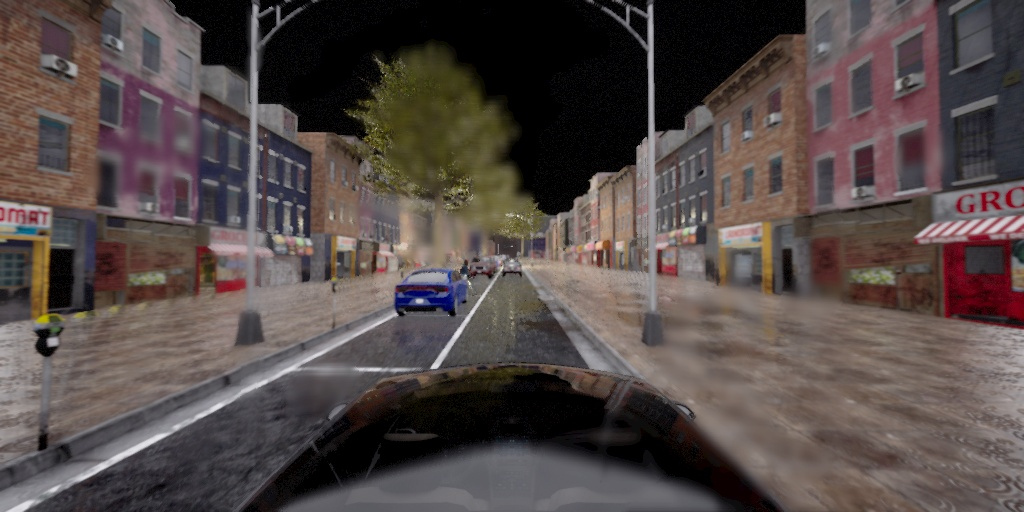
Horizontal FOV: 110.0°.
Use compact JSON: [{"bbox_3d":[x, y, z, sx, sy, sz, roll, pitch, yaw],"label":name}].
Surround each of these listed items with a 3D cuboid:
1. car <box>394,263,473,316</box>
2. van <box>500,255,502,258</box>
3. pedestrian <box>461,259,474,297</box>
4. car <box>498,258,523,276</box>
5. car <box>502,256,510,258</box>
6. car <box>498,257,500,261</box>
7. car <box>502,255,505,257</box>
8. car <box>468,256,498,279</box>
[{"bbox_3d":[-2.747,1.175,13.138,1.882,1.535,5.008,0,0,0],"label":"car"},{"bbox_3d":[-2.628,0.862,47.674,1.690,1.789,3.998,0,0,0],"label":"van"},{"bbox_3d":[-2.075,0.975,16.167,0.375,1.860,0.375,-2,-1,0],"label":"pedestrian"},{"bbox_3d":[0.058,1.137,34.025,2.033,1.411,5.357,0,0,1],"label":"car"},{"bbox_3d":[0.027,1.080,45.480,2.033,1.411,5.357,0,0,0],"label":"car"},{"bbox_3d":[-2.630,0.892,36.603,2.192,1.841,5.009,0,0,0],"label":"car"},{"bbox_3d":[-2.627,0.906,58.744,1.967,1.591,4.097,0,0,0],"label":"car"},{"bbox_3d":[-2.631,0.920,31.068,2.192,1.841,5.009,0,0,0],"label":"car"}]
